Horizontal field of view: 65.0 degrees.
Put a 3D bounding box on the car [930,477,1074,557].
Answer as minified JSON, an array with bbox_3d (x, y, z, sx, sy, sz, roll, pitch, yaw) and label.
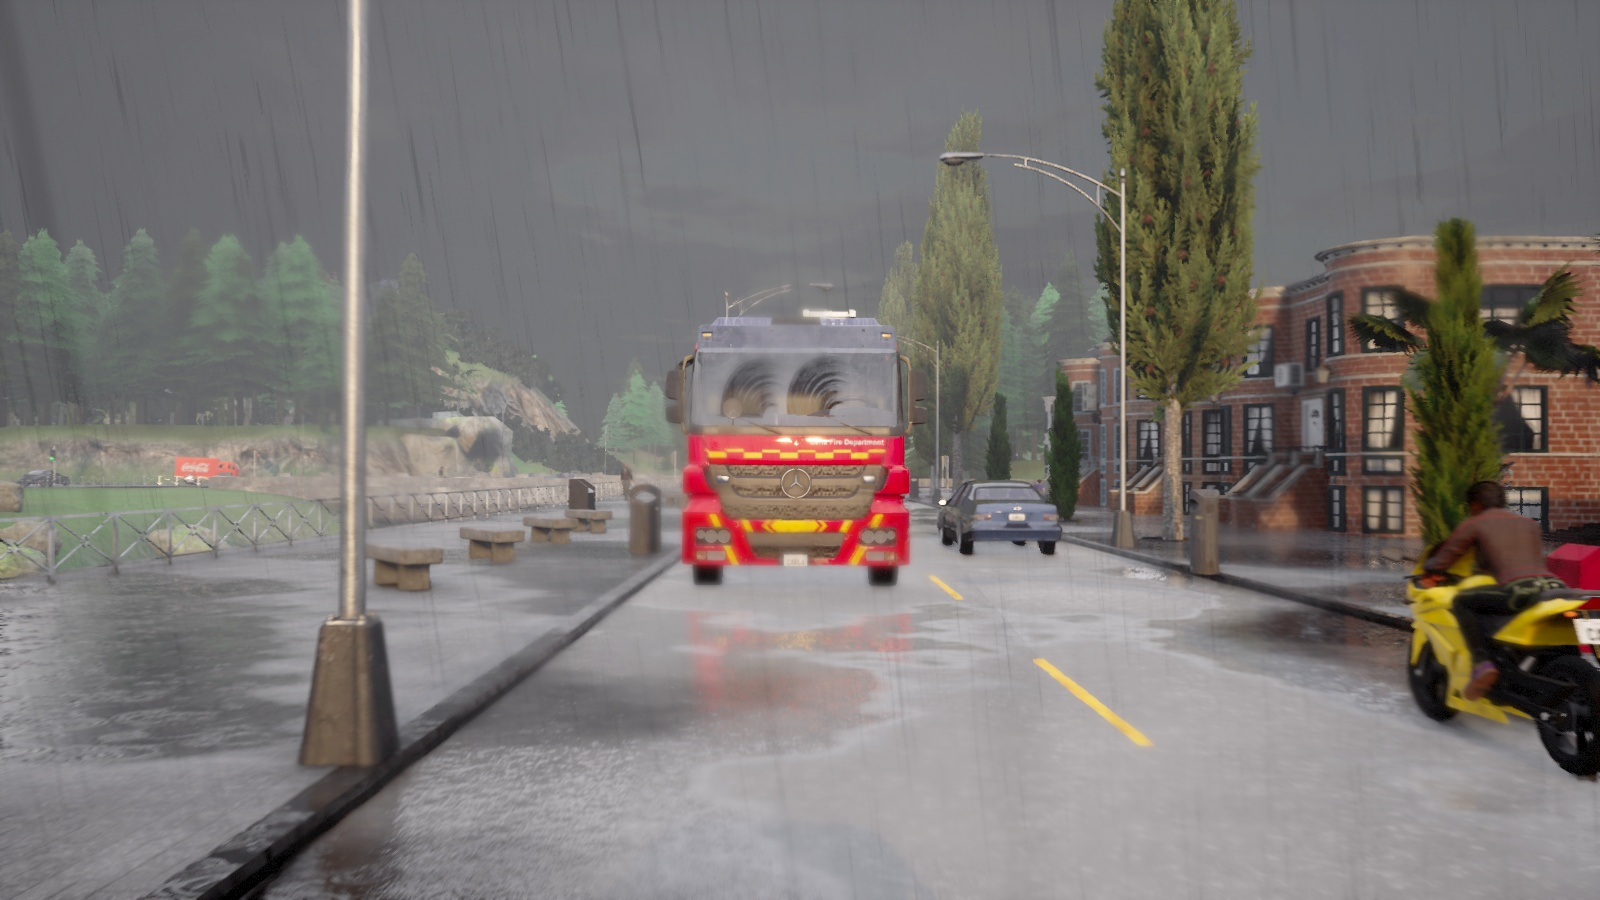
[{"bbox_3d":[3.933,1.272,25.407,2.033,1.411,5.357,0,-1,0],"label":"car"}]

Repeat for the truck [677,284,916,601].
[{"bbox_3d":[-0.055,-0.024,19.451,2.891,3.827,8.468,0,-1,0],"label":"truck"}]

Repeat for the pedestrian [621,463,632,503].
[{"bbox_3d":[-8.118,1.543,58.887,0.376,1.854,0.720,0,-1,4],"label":"pedestrian"}]

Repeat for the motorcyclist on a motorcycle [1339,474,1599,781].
[{"bbox_3d":[3.980,0.903,7.298,0.797,1.523,2.044,0,-1,0],"label":"motorcyclist on a motorcycle"}]
